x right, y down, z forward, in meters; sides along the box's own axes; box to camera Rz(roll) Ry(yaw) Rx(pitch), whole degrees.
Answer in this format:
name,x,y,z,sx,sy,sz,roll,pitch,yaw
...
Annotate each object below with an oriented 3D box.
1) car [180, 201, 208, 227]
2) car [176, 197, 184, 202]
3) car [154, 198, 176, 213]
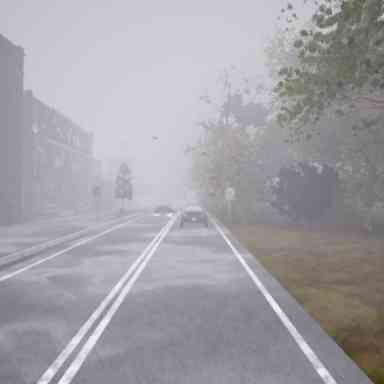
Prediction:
name,x,y,z,sx,sy,sz,roll,pitch,yaw
car,0.132,1.571,23.280,1.812,1.442,4.674,0,0,0
car,-2.960,1.905,80.070,1.837,1.490,4.892,0,-1,0
car,-3.252,1.741,39.239,1.812,1.442,4.674,0,-1,0
